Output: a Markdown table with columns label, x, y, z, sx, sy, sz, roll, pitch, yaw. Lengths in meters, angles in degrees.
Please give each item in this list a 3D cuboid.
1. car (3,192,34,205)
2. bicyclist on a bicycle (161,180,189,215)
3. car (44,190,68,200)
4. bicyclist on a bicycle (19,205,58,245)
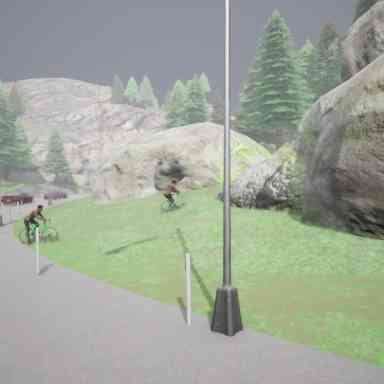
| label | x | y | z | sx | sy | sz | roll | pitch | yaw |
| --- | --- | --- | --- | --- | --- | --- | --- | --- | --- |
| car | -21.074 | 0.746 | 40.653 | 1.882 | 1.535 | 5.008 | 0 | 1 | -2 |
| bicyclist on a bicycle | -0.906 | 0.247 | 16.355 | 1.656 | 1.620 | 0.582 | -15 | 11 | -32 |
| car | -20.925 | 0.433 | 51.243 | 1.994 | 1.385 | 4.181 | 0 | 2 | 9 |
| bicyclist on a bicycle | -6.467 | 1.367 | 13.947 | 1.656 | 1.620 | 0.582 | -3 | 3 | 2 |
